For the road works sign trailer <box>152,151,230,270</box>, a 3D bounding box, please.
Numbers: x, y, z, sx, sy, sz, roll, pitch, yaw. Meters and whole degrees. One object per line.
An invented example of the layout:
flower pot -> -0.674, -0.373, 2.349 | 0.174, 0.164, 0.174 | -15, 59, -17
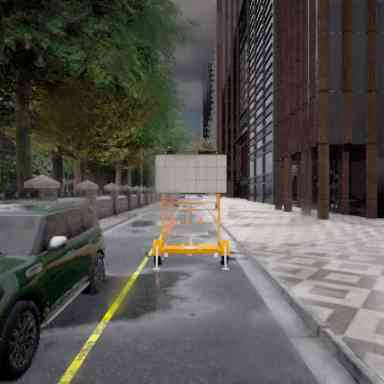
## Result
road works sign trailer -> -0.029, 0.464, 11.017 | 2.380, 3.560, 2.880 | 0, 0, 0

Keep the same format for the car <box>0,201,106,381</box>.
car -> -3.116, 1.221, 5.816 | 2.150, 2.045, 5.566 | 0, 0, 0

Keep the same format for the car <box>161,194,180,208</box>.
car -> -3.228, 1.187, 48.186 | 2.150, 2.045, 5.566 | 0, 0, 0
